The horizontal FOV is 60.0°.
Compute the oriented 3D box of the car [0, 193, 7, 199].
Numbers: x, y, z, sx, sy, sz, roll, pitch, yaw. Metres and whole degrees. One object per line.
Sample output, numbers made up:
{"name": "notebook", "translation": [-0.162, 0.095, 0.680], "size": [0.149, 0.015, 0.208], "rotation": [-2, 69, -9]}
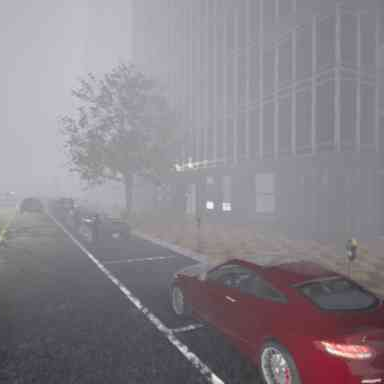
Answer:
{"name": "car", "translation": [-47.237, 0.898, 82.613], "size": [1.947, 1.339, 4.313], "rotation": [0, 0, -27]}

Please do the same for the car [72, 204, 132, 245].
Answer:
{"name": "car", "translation": [-4.008, 1.472, 15.133], "size": [2.008, 1.369, 4.403], "rotation": [0, 0, -27]}

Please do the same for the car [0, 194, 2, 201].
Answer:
{"name": "car", "translation": [-39.580, 1.050, 67.349], "size": [1.802, 1.307, 4.206], "rotation": [0, 0, -27]}

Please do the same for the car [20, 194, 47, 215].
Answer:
{"name": "car", "translation": [-15.180, 1.266, 31.619], "size": [1.882, 1.535, 5.008], "rotation": [0, 0, -27]}

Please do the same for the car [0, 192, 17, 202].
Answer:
{"name": "car", "translation": [-33.398, 0.893, 61.024], "size": [2.097, 1.767, 4.553], "rotation": [0, 0, -27]}

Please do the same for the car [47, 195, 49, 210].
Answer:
{"name": "car", "translation": [-14.218, 1.213, 35.484], "size": [1.967, 1.590, 4.097], "rotation": [0, 0, -27]}

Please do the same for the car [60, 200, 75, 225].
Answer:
{"name": "car", "translation": [-6.561, 1.437, 20.221], "size": [2.008, 1.369, 4.403], "rotation": [0, 0, -27]}

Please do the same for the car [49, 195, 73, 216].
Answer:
{"name": "car", "translation": [-11.665, 1.251, 30.397], "size": [1.967, 1.590, 4.097], "rotation": [0, 0, -27]}

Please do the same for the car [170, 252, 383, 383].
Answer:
{"name": "car", "translation": [1.096, 1.566, 4.957], "size": [1.802, 1.307, 4.206], "rotation": [0, 0, -27]}

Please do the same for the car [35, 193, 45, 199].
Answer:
{"name": "car", "translation": [-37.190, 0.958, 81.276], "size": [1.947, 1.339, 4.313], "rotation": [0, 0, -27]}

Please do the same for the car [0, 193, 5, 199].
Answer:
{"name": "car", "translation": [-44.684, 0.923, 77.525], "size": [1.887, 1.381, 4.507], "rotation": [0, 0, -27]}
